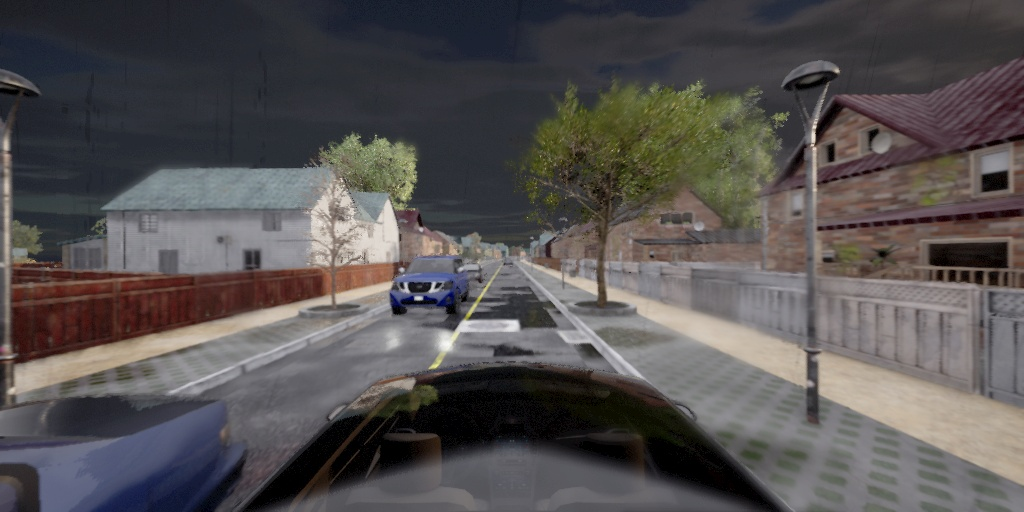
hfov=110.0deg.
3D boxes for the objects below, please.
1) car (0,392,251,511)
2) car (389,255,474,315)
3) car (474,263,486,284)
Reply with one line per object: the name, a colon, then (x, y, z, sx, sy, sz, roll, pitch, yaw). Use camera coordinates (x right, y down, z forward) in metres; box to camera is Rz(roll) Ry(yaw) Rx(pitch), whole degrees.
car: (-2.815, 1.324, 0.209, 2.033, 1.411, 5.357, -1, 0, -1)
car: (-2.976, 0.990, 14.081, 2.150, 2.045, 5.566, -1, 0, -1)
car: (-3.081, 1.280, 27.147, 1.812, 1.442, 4.674, -1, 0, -1)
